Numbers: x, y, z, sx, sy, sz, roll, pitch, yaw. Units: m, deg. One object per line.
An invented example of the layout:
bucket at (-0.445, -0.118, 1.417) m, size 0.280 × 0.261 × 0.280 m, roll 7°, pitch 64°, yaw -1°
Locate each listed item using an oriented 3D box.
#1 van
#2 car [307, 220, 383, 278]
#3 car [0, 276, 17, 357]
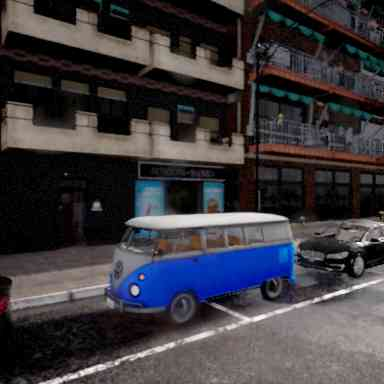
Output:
van at (0.346, 1.348, 6.800) m, size 3.998 × 1.788 × 1.690 m, roll 0°, pitch 0°, yaw -35°
car at (4.957, 1.571, 10.084) m, size 4.403 × 1.369 × 2.008 m, roll 0°, pitch 0°, yaw -35°
car at (-4.269, 1.563, 3.515) m, size 4.313 × 1.339 × 1.947 m, roll 0°, pitch 0°, yaw -35°
